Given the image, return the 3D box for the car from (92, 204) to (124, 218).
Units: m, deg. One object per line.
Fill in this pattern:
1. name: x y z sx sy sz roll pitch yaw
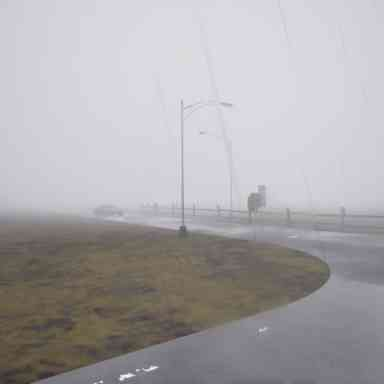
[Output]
1. car: -9.364 2.031 36.854 2.033 1.411 5.357 0 -1 -35
